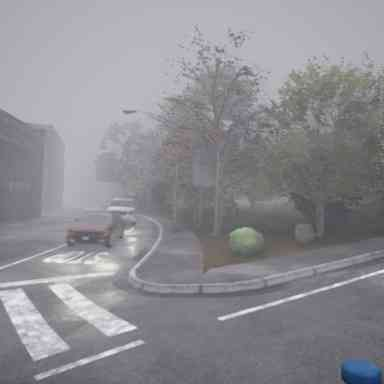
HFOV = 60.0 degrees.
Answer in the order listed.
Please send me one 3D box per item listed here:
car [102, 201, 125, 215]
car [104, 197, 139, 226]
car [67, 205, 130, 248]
[{"bbox_3d":[-9.662,1.900,40.573,1.882,1.535,5.008,3,-1,-23],"label":"car"},{"bbox_3d":[-5.479,1.487,26.240,2.150,2.045,5.566,2,-1,-10],"label":"car"},{"bbox_3d":[-4.471,1.655,16.155,1.882,1.535,5.008,2,-1,-3],"label":"car"}]
